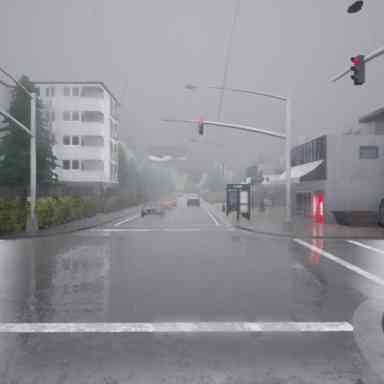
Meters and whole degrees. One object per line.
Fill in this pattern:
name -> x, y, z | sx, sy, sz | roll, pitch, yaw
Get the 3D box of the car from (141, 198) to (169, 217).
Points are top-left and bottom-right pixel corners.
car -> -3.522, 1.564, 30.989 | 1.994, 1.385, 4.181 | 0, 0, 0

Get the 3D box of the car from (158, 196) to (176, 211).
car -> -3.490, 1.352, 40.690 | 2.097, 1.767, 4.553 | 0, 0, 0

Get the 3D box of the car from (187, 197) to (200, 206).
car -> 0.235, 1.477, 53.304 | 1.882, 1.535, 5.008 | 0, 0, 0
